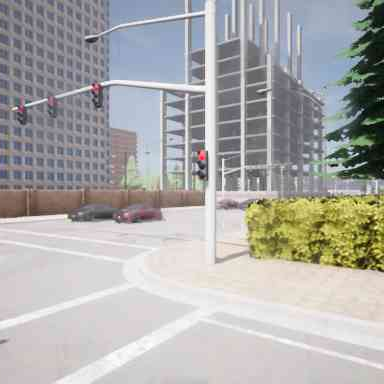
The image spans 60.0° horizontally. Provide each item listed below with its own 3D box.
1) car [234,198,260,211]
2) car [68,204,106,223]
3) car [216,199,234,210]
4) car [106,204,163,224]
[{"bbox_3d":[7.621,1.583,42.292,1.837,1.490,4.892,0,-1,36],"label":"car"},{"bbox_3d":[-7.792,1.643,26.729,1.994,1.385,4.181,0,0,35],"label":"car"},{"bbox_3d":[4.551,1.605,44.016,1.812,1.442,4.674,0,0,36],"label":"car"},{"bbox_3d":[-4.139,1.638,25.828,1.994,1.385,4.181,0,0,35],"label":"car"}]
